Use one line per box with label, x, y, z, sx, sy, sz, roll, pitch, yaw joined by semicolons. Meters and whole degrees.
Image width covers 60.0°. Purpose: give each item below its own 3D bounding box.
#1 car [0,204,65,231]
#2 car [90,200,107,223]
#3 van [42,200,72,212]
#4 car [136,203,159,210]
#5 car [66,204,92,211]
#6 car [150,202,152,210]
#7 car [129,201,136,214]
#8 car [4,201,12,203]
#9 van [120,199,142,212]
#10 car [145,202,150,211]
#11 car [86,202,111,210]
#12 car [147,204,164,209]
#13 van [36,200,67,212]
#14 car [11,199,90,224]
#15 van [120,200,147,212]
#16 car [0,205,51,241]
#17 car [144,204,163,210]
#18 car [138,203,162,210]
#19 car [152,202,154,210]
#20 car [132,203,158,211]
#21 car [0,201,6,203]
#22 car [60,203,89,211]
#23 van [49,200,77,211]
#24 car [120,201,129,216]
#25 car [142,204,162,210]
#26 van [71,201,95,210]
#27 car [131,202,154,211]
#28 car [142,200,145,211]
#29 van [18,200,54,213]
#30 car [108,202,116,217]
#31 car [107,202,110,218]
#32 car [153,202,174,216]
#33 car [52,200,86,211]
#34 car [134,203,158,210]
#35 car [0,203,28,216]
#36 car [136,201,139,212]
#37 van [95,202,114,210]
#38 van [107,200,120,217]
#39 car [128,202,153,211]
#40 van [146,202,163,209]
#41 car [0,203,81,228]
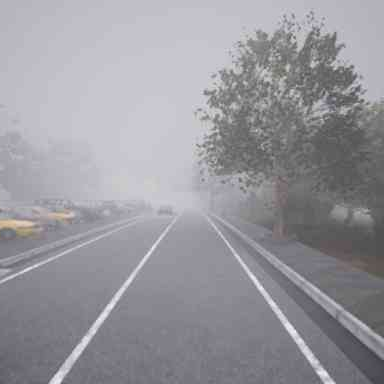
car;-10.333;1.630;19.051;4.892;1.521;2.231;0;-1;0
car;-10.292;1.561;27.376;5.566;2.045;2.435;0;-1;0
van;-23.490;2.416;58.042;4.442;1.987;1.878;0;-2;0
car;-10.283;3.436;77.294;4.892;1.521;2.231;0;-2;0
car;-23.361;3.137;69.103;4.674;1.452;2.002;0;-2;0
car;-10.294;2.790;60.649;4.674;1.452;2.002;0;-2;0
car;-10.276;2.259;44.020;4.792;1.488;2.163;0;-1;0
car;-23.385;2.094;38.669;5.008;1.535;2.097;0;-1;0
van;-10.184;2.142;49.578;4.442;1.987;1.878;0;-1;0
car;-10.324;2.271;55.113;5.566;2.045;2.435;0;-2;0
car;-23.324;3.415;82.954;5.566;2.045;2.435;0;-2;0
car;-10.292;4.150;93.936;4.792;1.488;2.163;0;-2;0
van;-23.259;2.296;55.141;4.442;1.987;1.878;0;-2;0
car;-10.354;1.620;24.602;4.553;1.767;2.185;0;-1;0
van;-10.177;2.410;57.886;4.442;1.987;1.878;0;-2;0
car;-10.144;1.580;16.283;5.366;1.575;1.946;0;-1;0
car;-10.238;3.921;88.388;4.792;1.488;2.163;0;-2;0
car;-10.089;3.546;80.067;5.366;1.575;1.946;0;-2;0
car;-10.283;2.864;63.424;5.008;1.535;2.097;0;-2;0
car;-10.096;3.204;71.746;5.366;1.575;1.946;0;-2;0
car;-23.387;2.021;35.774;5.008;1.535;2.097;0;-1;0
car;-23.360;2.983;66.336;5.008;1.535;2.097;0;-2;0
van;-23.488;2.524;60.684;4.442;1.987;1.878;0;-2;0
car;-10.316;2.090;38.471;5.008;1.535;2.097;0;-1;0
car;-10.240;3.807;85.614;4.792;1.488;2.163;0;-2;0
van;-23.478;2.980;71.756;4.442;1.987;1.878;0;-2;0
car;-10.253;2.967;68.977;4.553;1.767;2.185;0;-2;0
car;-10.328;2.468;52.353;4.792;1.488;2.163;0;-2;0
van;-23.263;2.146;49.751;4.442;1.987;1.878;0;-1;0
car;-10.318;1.991;32.919;4.674;1.452;2.002;0;-1;0
car;-10.347;1.911;30.145;4.792;1.488;2.163;0;-1;0
car;-3.325;2.266;42.677;2.033;1.411;5.357;0;-2;0
car;-23.340;2.613;63.454;5.566;2.045;2.435;0;-2;0
car;-10.273;3.322;74.520;4.892;1.521;2.231;0;-2;0
car;-23.382;2.165;41.439;4.892;1.521;2.231;0;-1;0
car;-10.306;2.339;46.796;4.674;1.452;2.002;0;-1;0
van;-23.230;3.669;88.488;4.442;1.987;1.878;0;-2;0
van;-10.429;1.795;35.701;4.442;1.987;1.878;0;-1;0
car;-10.255;2.853;66.204;4.553;1.767;2.185;0;-2;0
van;-10.381;3.780;91.172;4.442;1.987;1.878;0;-2;0
car;-10.331;1.683;21.823;5.008;1.535;2.097;0;-1;0
